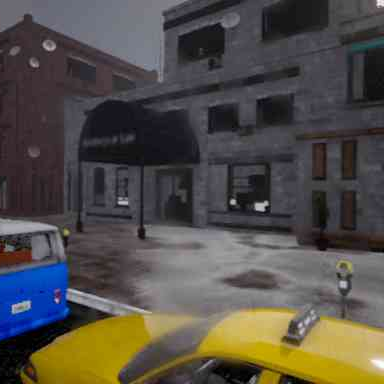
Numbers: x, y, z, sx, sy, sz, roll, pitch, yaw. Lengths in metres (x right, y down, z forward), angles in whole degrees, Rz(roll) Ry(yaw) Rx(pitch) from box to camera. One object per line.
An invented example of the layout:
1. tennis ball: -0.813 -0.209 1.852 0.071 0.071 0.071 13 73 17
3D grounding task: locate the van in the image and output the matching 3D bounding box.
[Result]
1. van: -3.827 1.323 5.599 3.998 1.788 1.690 0 1 36

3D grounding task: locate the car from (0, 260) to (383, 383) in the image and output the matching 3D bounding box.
1. car: 0.552 1.523 2.478 4.829 1.417 1.752 0 1 36
